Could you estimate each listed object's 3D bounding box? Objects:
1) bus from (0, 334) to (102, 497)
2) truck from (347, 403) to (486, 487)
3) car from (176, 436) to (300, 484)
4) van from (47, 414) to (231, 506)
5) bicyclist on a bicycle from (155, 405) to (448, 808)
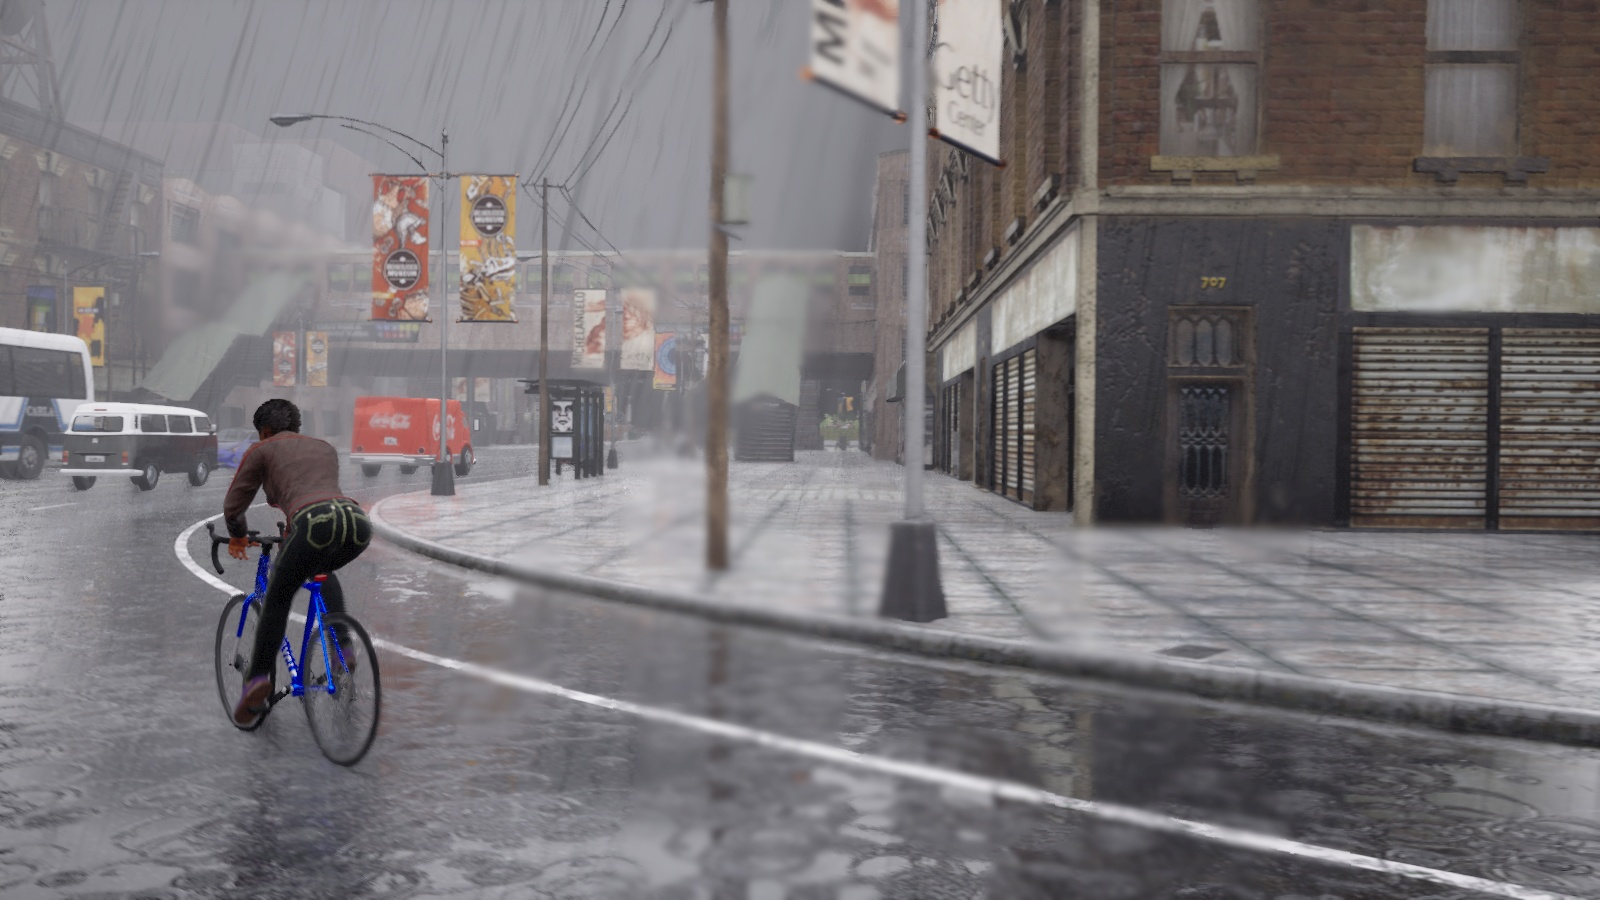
[{"bbox_3d":[-22.873,-0.865,32.126,3.944,4.253,10.273,-1,1,2],"label":"bus"},{"bbox_3d":[-12.042,-0.169,39.891,2.627,2.467,5.204,0,1,2],"label":"truck"},{"bbox_3d":[-18.933,0.290,42.538,2.007,1.525,4.514,0,1,2],"label":"car"},{"bbox_3d":[-15.887,0.196,30.493,2.069,2.038,4.480,-1,1,0],"label":"van"},{"bbox_3d":[-2.352,0.629,5.820,1.656,1.620,0.582,0,0,42],"label":"bicyclist on a bicycle"}]
